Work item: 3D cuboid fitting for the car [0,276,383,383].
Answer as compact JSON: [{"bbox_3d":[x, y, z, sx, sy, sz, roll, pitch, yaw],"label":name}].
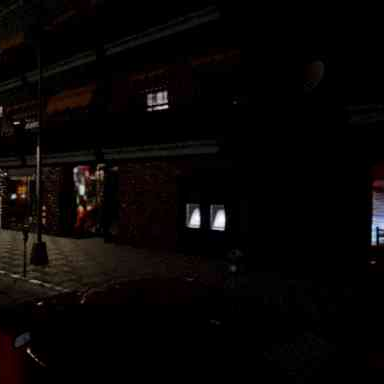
[{"bbox_3d":[-0.486,1.543,3.207,4.507,1.381,1.887,0,1,36],"label":"car"}]
